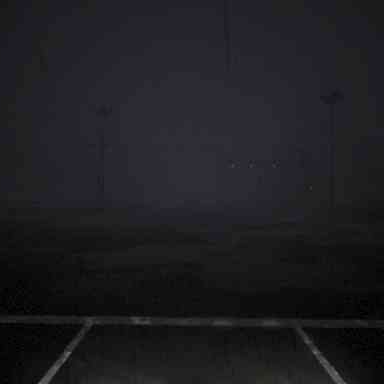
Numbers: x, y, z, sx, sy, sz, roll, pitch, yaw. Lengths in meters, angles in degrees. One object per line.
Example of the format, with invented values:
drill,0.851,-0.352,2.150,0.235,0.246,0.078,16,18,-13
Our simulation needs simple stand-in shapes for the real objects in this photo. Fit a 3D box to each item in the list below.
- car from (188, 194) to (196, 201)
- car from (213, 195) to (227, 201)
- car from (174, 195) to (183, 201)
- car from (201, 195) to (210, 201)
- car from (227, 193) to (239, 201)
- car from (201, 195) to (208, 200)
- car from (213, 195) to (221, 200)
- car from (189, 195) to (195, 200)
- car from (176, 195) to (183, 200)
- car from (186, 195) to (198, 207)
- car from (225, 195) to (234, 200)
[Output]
car,0.010,1.434,83.849,2.097,1.767,4.553,0,0,0
car,7.010,1.434,83.773,2.097,1.767,4.553,0,0,0
car,-3.490,1.579,83.870,1.837,1.490,4.892,0,0,0
car,3.510,1.579,83.801,1.837,1.490,4.892,0,0,0
car,10.509,1.304,83.481,2.150,2.045,5.566,0,0,0
car,3.511,1.629,94.022,1.895,1.301,4.718,0,0,0
car,7.011,1.571,93.991,2.033,1.411,5.357,0,0,0
car,0.011,1.632,94.023,1.895,1.301,4.718,0,0,0
car,-3.490,1.561,93.993,1.812,1.442,4.674,0,0,0
car,0.006,1.614,53.760,1.994,1.385,4.181,0,0,0
car,10.511,1.627,94.020,1.895,1.301,4.718,0,0,0
